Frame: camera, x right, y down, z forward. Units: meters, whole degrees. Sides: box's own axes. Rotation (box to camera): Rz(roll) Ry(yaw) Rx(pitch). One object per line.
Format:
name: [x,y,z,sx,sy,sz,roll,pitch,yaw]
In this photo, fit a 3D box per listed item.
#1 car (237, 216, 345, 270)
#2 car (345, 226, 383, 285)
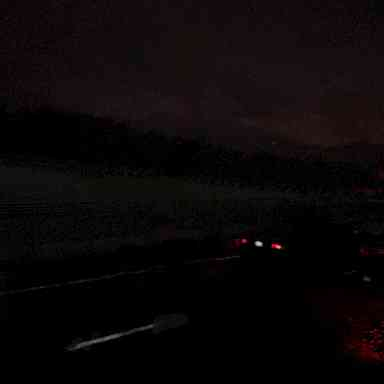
car: [3.909,1.511,10.913,5.357,1.411,2.033,0,0,-36]
car: [6.046,1.441,8.150,5.008,1.535,1.882,0,0,-36]
